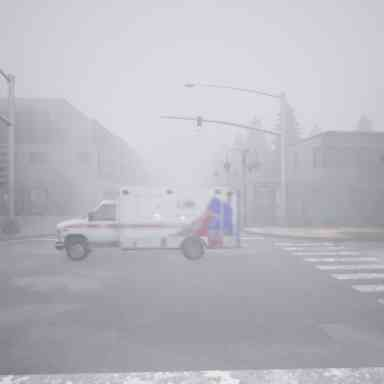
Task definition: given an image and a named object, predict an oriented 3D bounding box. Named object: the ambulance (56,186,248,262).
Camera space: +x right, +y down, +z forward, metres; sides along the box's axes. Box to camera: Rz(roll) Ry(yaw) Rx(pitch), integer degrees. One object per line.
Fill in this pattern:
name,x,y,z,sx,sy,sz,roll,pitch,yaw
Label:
ambulance,-1.400,1.029,11.809,6.366,2.431,2.351,0,0,-4
